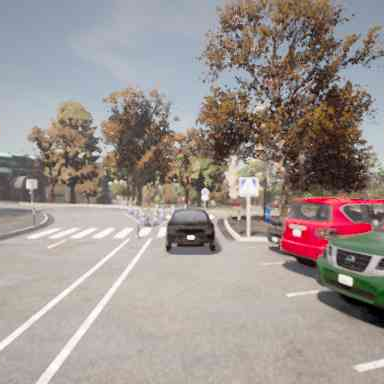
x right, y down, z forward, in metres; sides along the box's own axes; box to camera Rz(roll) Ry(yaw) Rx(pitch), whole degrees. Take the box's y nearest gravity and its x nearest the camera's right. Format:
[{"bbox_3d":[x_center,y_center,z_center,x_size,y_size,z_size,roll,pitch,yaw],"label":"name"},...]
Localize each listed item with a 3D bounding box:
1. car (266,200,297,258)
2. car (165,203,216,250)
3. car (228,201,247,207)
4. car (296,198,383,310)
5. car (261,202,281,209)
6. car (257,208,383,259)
[{"bbox_3d":[5.289,1.206,9.800,5.566,2.045,2.435,1,0,-21],"label":"car"},{"bbox_3d":[-0.079,1.424,14.084,1.882,1.535,5.008,0,0,-1],"label":"car"},{"bbox_3d":[11.275,2.923,82.625,5.008,1.535,1.882,0,0,31],"label":"car"},{"bbox_3d":[5.274,1.219,6.798,5.566,2.045,2.435,1,1,-21],"label":"car"},{"bbox_3d":[17.834,3.002,75.014,1.994,1.385,4.181,0,0,-29],"label":"car"},{"bbox_3d":[5.208,1.445,12.761,4.892,1.521,2.231,1,0,-21],"label":"car"}]
